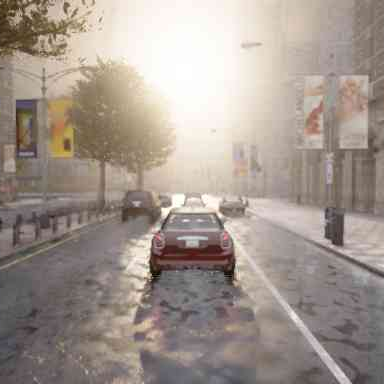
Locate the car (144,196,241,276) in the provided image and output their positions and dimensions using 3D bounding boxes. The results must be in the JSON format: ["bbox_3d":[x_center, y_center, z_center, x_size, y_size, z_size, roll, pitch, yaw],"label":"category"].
[{"bbox_3d":[0.015,1.182,9.911,2.097,1.767,4.553,0,1,0],"label":"car"}]

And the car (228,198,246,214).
[{"bbox_3d":[3.292,1.111,28.143,1.895,1.301,4.718,0,1,0],"label":"car"}]

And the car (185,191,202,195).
[{"bbox_3d":[0.158,0.682,39.014,2.097,1.767,4.553,0,1,0],"label":"car"}]

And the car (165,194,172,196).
[{"bbox_3d":[-3.339,0.874,40.099,1.994,1.385,4.181,0,1,0],"label":"car"}]

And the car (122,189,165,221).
[{"bbox_3d":[-3.365,0.825,23.016,2.150,2.045,5.566,0,1,0],"label":"car"}]
